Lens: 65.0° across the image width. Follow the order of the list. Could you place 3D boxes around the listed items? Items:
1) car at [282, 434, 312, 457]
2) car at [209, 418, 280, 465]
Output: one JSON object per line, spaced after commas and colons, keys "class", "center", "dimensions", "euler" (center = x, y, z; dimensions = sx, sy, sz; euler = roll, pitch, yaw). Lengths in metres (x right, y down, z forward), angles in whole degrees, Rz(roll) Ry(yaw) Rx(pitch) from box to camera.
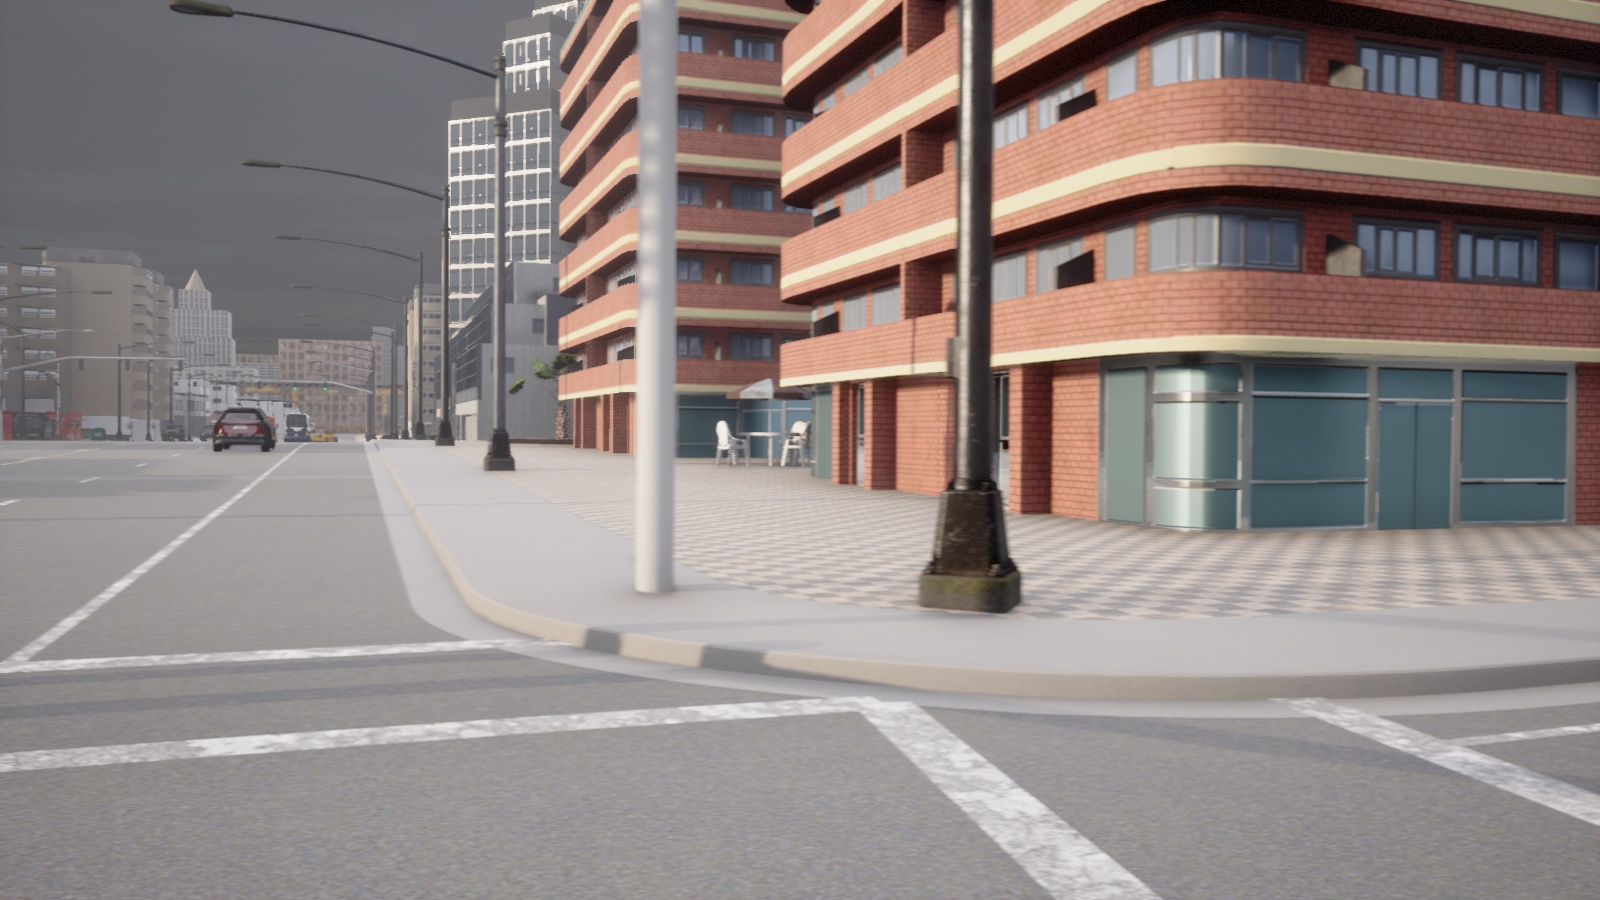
{"class": "car", "center": [-36.621, -0.281, 91.566], "dimensions": [1.851, 1.617, 3.988], "euler": [-1, 0, -20]}
{"class": "car", "center": [-20.763, -0.361, 47.089], "dimensions": [2.033, 1.649, 4.856], "euler": [-1, 2, -20]}
